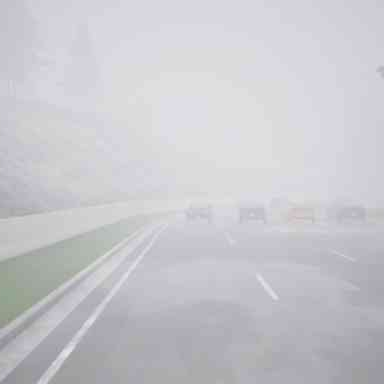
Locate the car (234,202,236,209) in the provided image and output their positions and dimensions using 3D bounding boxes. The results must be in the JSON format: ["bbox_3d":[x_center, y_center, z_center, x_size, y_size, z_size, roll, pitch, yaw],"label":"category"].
[{"bbox_3d":[6.919,1.413,42.336,1.994,1.385,4.181,0,0,29],"label":"car"}]

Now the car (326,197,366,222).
[{"bbox_3d":[11.629,1.386,25.342,1.882,1.535,5.008,0,0,11],"label":"car"}]

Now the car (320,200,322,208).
[{"bbox_3d":[14.854,1.377,41.397,1.812,1.442,4.674,0,0,34],"label":"car"}]

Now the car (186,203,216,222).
[{"bbox_3d":[0.784,1.509,25.638,1.895,1.301,4.718,0,0,8],"label":"car"}]

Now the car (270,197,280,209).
[{"bbox_3d":[11.443,1.353,42.560,1.837,1.490,4.892,0,0,33],"label":"car"}]

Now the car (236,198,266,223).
[{"bbox_3d":[4.498,1.388,25.054,1.882,1.535,5.008,0,0,9],"label":"car"}]

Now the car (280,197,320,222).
[{"bbox_3d":[8.115,1.386,25.490,1.882,1.535,5.008,0,1,10],"label":"car"}]

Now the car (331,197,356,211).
[{"bbox_3d":[18.473,1.360,40.476,1.837,1.490,4.892,0,0,36],"label":"car"}]
